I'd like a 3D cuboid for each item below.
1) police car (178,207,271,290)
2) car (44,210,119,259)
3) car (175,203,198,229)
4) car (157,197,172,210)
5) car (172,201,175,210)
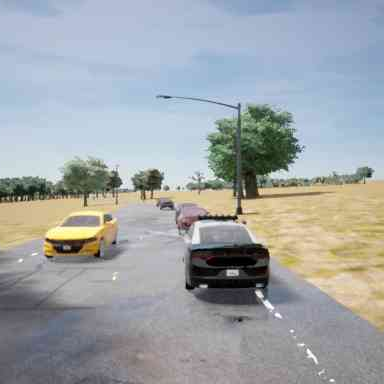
[{"bbox_3d":[0.698,1.447,9.334,1.930,1.638,5.238,0,0,-3],"label":"police car"},{"bbox_3d":[-4.114,1.510,13.046,1.882,1.535,5.008,0,0,-3],"label":"car"},{"bbox_3d":[0.102,1.578,19.264,1.812,1.442,4.674,0,0,-4],"label":"car"},{"bbox_3d":[-3.528,1.704,46.116,1.837,1.490,4.892,0,-1,-7],"label":"car"},{"bbox_3d":[-0.358,1.576,25.281,1.837,1.490,4.892,0,0,-5],"label":"car"}]
